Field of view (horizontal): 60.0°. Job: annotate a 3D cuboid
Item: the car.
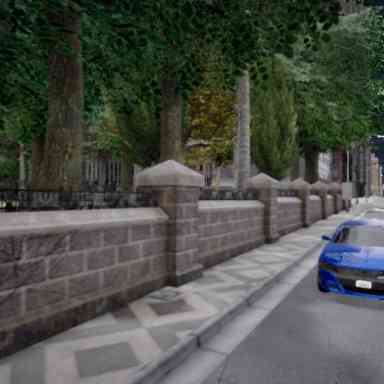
[{"bbox_3d":[4.506,1.473,8.450,1.882,1.535,5.008,0,0,30],"label":"car"}]
